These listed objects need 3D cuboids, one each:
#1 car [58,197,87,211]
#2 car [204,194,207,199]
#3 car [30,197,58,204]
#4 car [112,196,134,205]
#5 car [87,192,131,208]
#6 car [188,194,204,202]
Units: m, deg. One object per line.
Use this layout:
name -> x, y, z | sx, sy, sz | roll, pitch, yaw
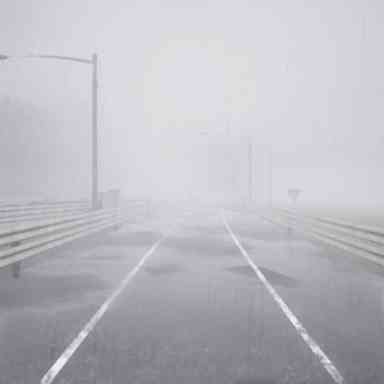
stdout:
car -> -12.237, 1.310, 36.490 | 1.812, 1.442, 4.674 | 0, 0, 13
car -> 2.027, 1.452, 91.467 | 1.994, 1.385, 4.181 | 0, 0, 17
car -> -15.746, 1.263, 36.855 | 1.882, 1.535, 5.008 | 0, 0, 13
car -> -11.391, 1.350, 55.451 | 1.812, 1.442, 4.674 | 0, 0, 14
car -> -8.746, 1.004, 36.170 | 2.150, 2.045, 5.566 | 0, 0, 13
car -> 0.578, 1.399, 73.711 | 2.033, 1.411, 5.357 | 0, 0, 16
